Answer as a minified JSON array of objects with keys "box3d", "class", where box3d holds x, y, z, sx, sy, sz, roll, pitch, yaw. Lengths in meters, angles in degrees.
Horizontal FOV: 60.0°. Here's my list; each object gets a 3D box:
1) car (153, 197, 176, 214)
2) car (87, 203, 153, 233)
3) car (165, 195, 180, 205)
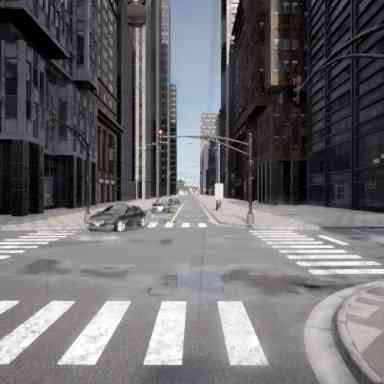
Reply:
[{"box3d":[-3.174,1.502,35.542,2.128,1.511,4.902,0,0,0],"class":"car"},{"box3d":[-4.326,1.513,20.007,1.837,1.490,4.892,1,0,17],"class":"car"},{"box3d":[-3.179,1.590,58.505,1.994,1.385,4.181,0,0,0],"class":"car"}]
